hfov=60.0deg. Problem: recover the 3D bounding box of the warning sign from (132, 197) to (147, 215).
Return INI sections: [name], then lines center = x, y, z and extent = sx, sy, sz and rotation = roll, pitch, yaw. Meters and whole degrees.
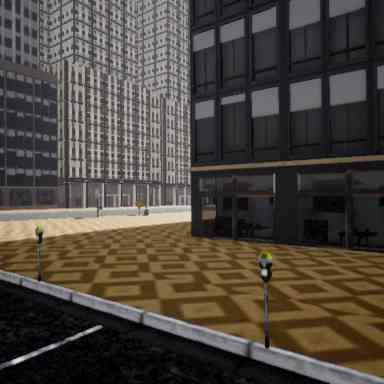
[warning sign]
center = -5.715, 1.496, 36.317
extent = 1.300, 1.860, 1.060
rotation = 0, 0, 36
